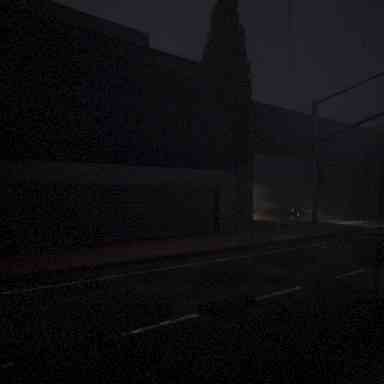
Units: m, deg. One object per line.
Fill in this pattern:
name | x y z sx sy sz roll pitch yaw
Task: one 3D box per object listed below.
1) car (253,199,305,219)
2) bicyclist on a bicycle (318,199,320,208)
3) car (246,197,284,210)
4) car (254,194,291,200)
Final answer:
car | 7.626 1.601 29.720 1.895 1.301 4.718 0 0 -37
bicyclist on a bicycle | 16.217 1.303 43.256 1.656 1.620 0.582 0 0 -37
car | 9.743 1.477 44.723 1.882 1.535 5.008 0 0 -36
car | 8.689 1.221 34.151 2.150 2.045 5.566 0 0 -36
